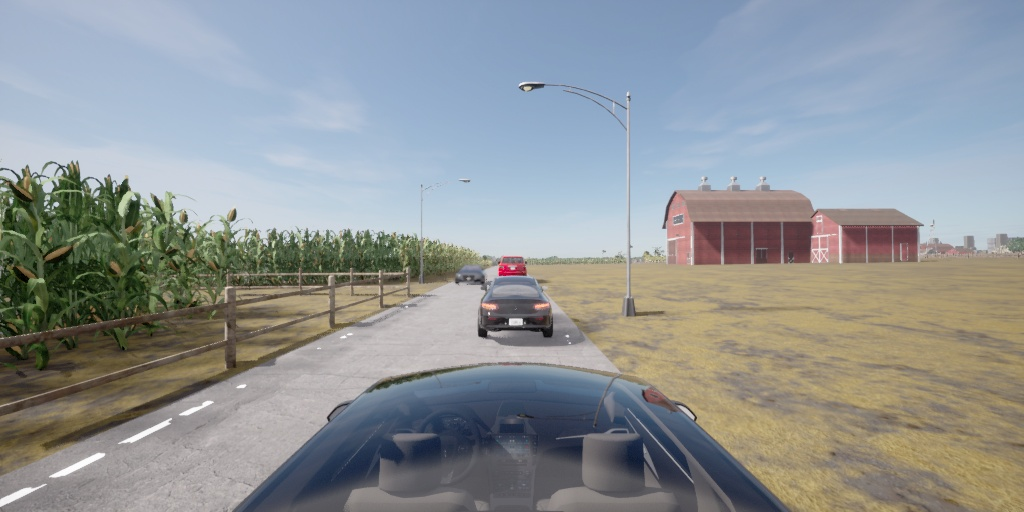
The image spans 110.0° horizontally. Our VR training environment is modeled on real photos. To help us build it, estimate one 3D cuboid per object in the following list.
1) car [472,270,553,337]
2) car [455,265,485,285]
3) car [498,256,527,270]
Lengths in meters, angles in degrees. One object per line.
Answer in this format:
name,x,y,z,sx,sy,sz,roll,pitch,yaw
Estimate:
car,0.071,1.280,10.150,1.812,1.442,4.674,0,0,0
car,-2.898,1.335,25.990,1.994,1.385,4.181,0,0,0
car,0.045,0.995,28.635,2.150,2.045,5.566,0,0,0
